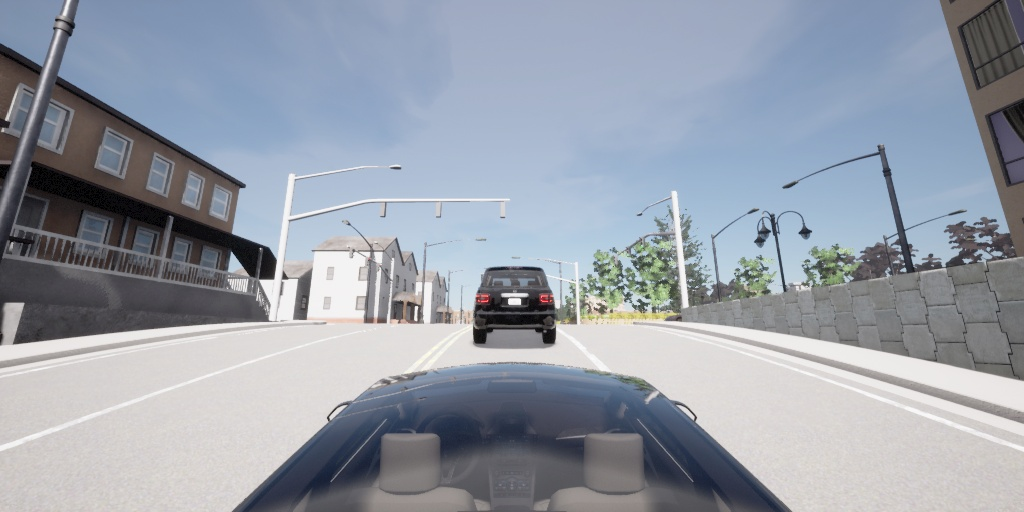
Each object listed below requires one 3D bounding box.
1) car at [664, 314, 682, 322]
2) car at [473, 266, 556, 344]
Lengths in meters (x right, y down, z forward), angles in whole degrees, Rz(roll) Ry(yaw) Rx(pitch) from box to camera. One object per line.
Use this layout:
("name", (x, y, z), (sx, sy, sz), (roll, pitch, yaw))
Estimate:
("car", (15.890, 5.452, 31.712), (4.553, 1.767, 2.097), (0, -12, 1))
("car", (0.071, 1.501, 11.182), (2.150, 2.045, 5.566), (0, -7, 0))
